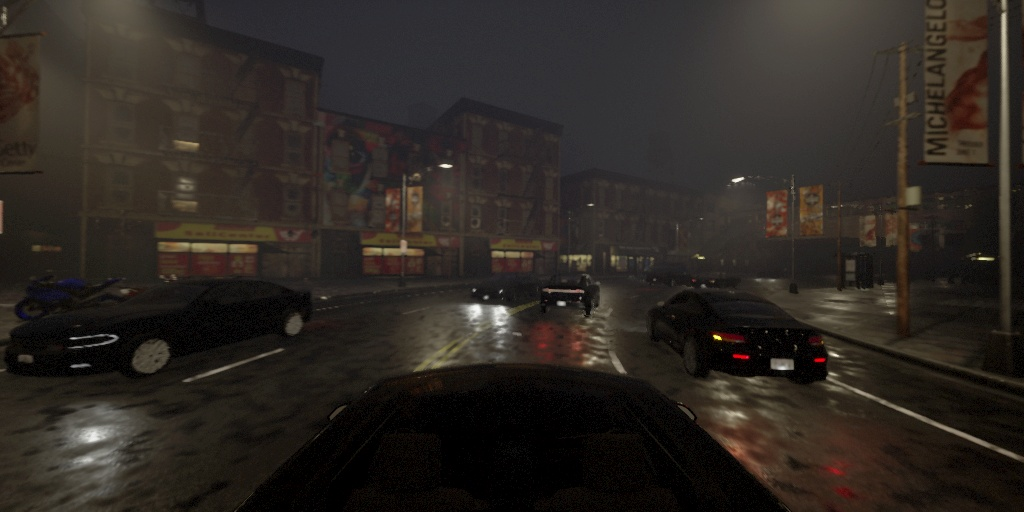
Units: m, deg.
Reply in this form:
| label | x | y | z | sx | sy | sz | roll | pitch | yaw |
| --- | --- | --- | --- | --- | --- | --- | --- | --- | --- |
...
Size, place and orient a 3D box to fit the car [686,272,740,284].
| label | x | y | z | sx | sy | sz | roll | pitch | yaw |
| --- | --- | --- | --- | --- | --- | --- | --- | --- | --- |
| car | 15.182 | 1.842 | 26.639 | 4.718 | 1.301 | 1.895 | 1 | -1 | -40 |

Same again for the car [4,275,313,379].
| label | x | y | z | sx | sy | sz | roll | pitch | yaw |
| --- | --- | --- | --- | --- | --- | --- | --- | --- | --- |
| car | -6.497 | 1.210 | 7.532 | 1.882 | 1.535 | 5.008 | 0 | -1 | 9 |

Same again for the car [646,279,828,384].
| label | x | y | z | sx | sy | sz | roll | pitch | yaw |
| --- | --- | --- | --- | --- | --- | --- | --- | --- | --- |
| car | 4.141 | 1.396 | 7.353 | 1.812 | 1.442 | 4.674 | 0 | -1 | 8 |

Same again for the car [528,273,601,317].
| label | x | y | z | sx | sy | sz | roll | pitch | yaw |
| --- | --- | --- | --- | --- | --- | --- | --- | --- | --- |
| car | 2.434 | 1.422 | 14.362 | 2.128 | 1.511 | 4.902 | 0 | -1 | 18 |

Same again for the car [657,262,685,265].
| label | x | y | z | sx | sy | sz | roll | pitch | yaw |
| --- | --- | --- | --- | --- | --- | --- | --- | --- | --- |
| car | 17.935 | 1.671 | 41.396 | 5.566 | 2.045 | 2.150 | 1 | -1 | -32 |

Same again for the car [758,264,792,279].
| label | x | y | z | sx | sy | sz | roll | pitch | yaw |
| --- | --- | --- | --- | --- | --- | --- | --- | --- | --- |
| car | 34.694 | 2.227 | 47.728 | 5.008 | 1.535 | 1.882 | 1 | -1 | -32 |

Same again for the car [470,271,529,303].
| label | x | y | z | sx | sy | sz | roll | pitch | yaw |
| --- | --- | --- | --- | --- | --- | --- | --- | --- | --- |
| car | -0.063 | 1.491 | 18.300 | 2.033 | 1.411 | 5.357 | 0 | -1 | 24 |

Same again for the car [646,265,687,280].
| label | x | y | z | sx | sy | sz | roll | pitch | yaw |
| --- | --- | --- | --- | --- | --- | --- | --- | --- | --- |
| car | 12.807 | 1.716 | 29.051 | 5.008 | 1.535 | 1.882 | 1 | -1 | -41 |
